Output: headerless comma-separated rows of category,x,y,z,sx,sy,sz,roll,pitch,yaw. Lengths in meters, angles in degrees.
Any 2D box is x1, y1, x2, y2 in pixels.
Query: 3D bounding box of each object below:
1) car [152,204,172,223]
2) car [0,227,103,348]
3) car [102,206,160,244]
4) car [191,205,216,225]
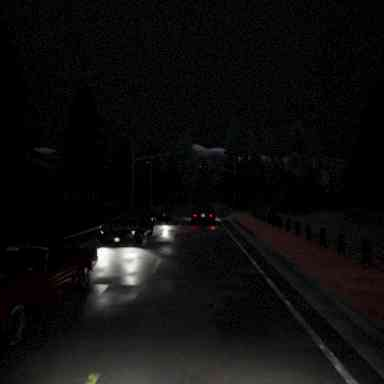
car,-2.699,1.753,27.327,1.812,1.442,4.674,0,0,2
car,-3.440,1.646,6.501,1.895,1.301,4.718,0,0,2
car,-3.106,1.664,16.830,2.033,1.411,5.357,0,0,2
car,0.858,1.729,25.866,2.033,1.411,5.357,0,0,2
